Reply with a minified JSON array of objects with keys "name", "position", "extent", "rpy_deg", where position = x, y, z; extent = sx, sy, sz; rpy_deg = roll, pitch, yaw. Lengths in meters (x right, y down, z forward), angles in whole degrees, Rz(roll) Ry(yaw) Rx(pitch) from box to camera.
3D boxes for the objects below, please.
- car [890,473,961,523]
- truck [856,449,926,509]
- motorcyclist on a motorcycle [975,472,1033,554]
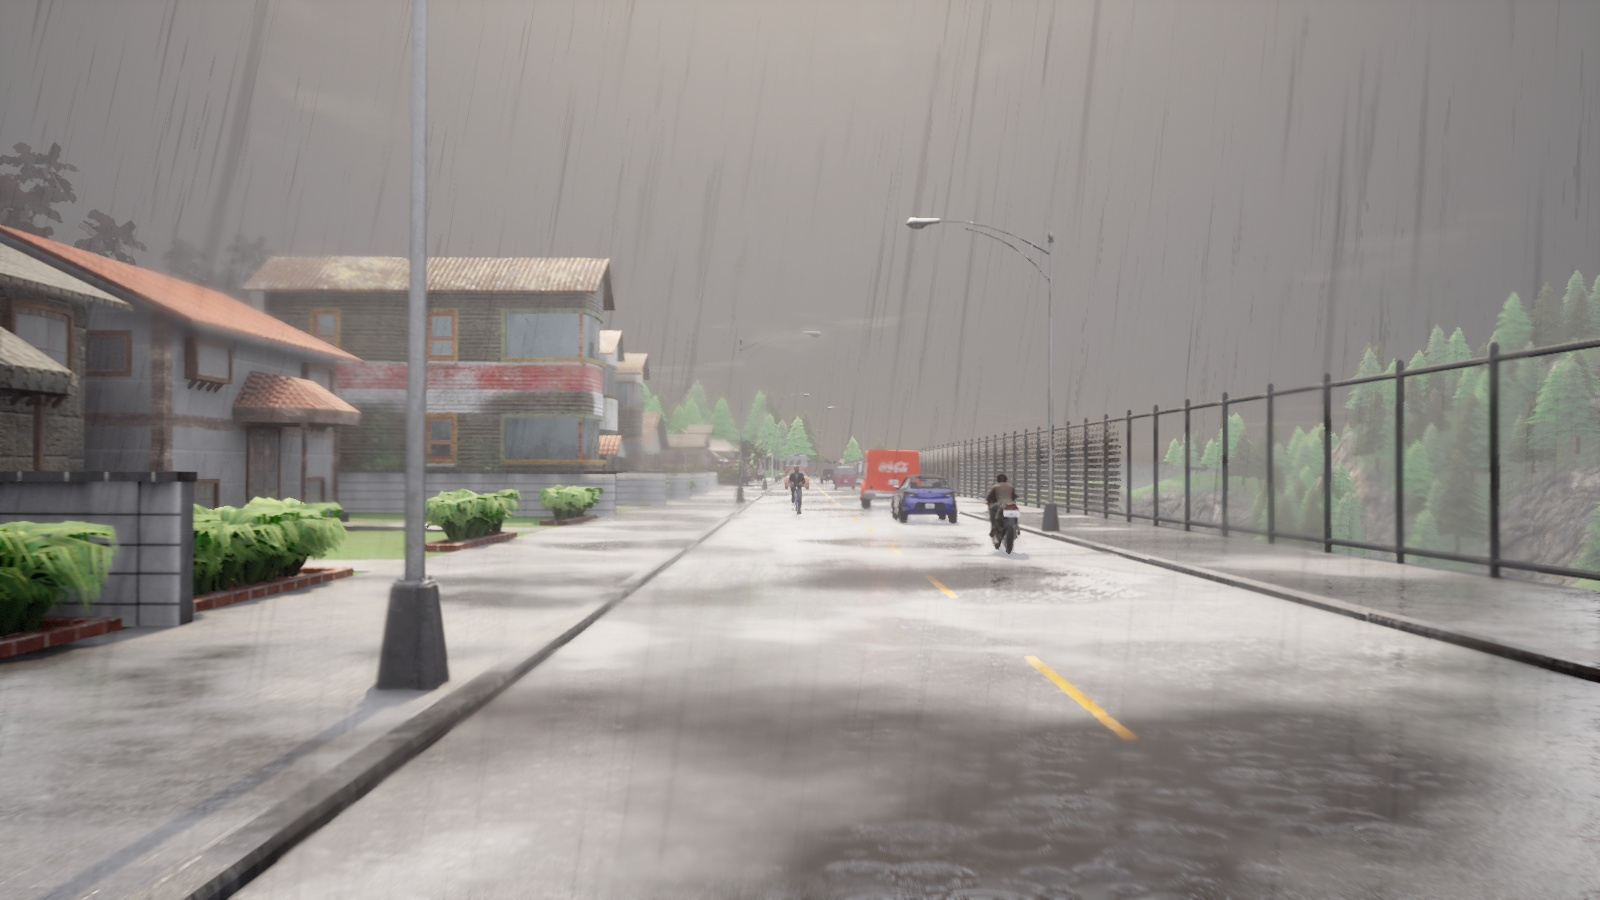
[{"name":"car","position":[3.904,1.478,39.763],"extent":[1.816,1.474,4.193],"rpy_deg":[0,-1,0]},{"name":"truck","position":[3.866,1.222,54.320],"extent":[2.627,2.467,5.204],"rpy_deg":[0,-1,0]},{"name":"motorcyclist on a motorcycle","position":[3.941,1.189,24.401],"extent":[0.797,1.523,2.044],"rpy_deg":[0,-1,0]}]
